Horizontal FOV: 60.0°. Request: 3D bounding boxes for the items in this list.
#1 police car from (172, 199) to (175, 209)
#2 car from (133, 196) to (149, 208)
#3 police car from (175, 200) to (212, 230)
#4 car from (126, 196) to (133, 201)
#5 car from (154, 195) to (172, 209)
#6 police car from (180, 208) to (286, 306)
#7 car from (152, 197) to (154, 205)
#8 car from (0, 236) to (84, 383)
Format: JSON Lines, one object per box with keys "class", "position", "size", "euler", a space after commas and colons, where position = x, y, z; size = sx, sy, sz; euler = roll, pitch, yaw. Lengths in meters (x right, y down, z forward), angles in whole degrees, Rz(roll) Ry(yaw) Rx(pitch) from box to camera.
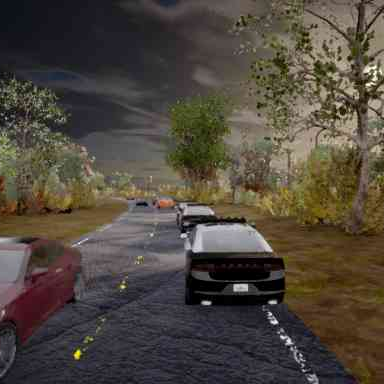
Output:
{"class": "police car", "position": [-0.221, 1.423, 24.340], "size": [1.930, 1.638, 5.238], "euler": [0, 0, -5]}
{"class": "car", "position": [-7.228, 1.597, 47.947], "size": [1.895, 1.301, 4.718], "euler": [0, 0, -10]}
{"class": "police car", "position": [0.241, 1.424, 18.310], "size": [1.930, 1.638, 5.238], "euler": [0, 0, -4]}
{"class": "car", "position": [-15.340, 1.593, 83.184], "size": [1.895, 1.301, 4.718], "euler": [0, 0, -16]}
{"class": "car", "position": [-3.686, 1.348, 45.655], "size": [2.097, 1.767, 4.553], "euler": [0, 0, -9]}
{"class": "police car", "position": [0.745, 1.425, 8.244], "size": [1.930, 1.638, 5.238], "euler": [0, 0, -2]}
{"class": "car", "position": [-5.860, 1.346, 57.952], "size": [2.097, 1.767, 4.553], "euler": [0, 0, -12]}
{"class": "car", "position": [-3.163, 1.525, 5.463], "size": [1.812, 1.442, 4.674], "euler": [0, 0, -2]}
